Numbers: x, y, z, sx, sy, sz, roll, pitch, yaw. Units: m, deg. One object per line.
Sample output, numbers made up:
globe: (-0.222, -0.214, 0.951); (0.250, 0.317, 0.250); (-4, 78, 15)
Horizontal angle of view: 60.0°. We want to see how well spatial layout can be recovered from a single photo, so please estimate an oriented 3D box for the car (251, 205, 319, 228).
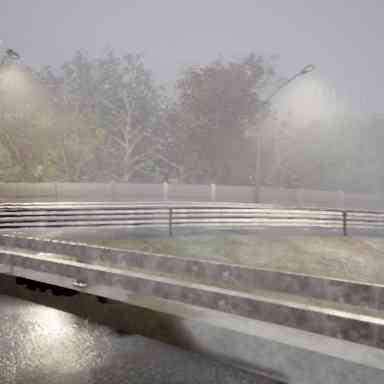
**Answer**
car: (6.511, 1.724, 23.415); (4.892, 1.490, 1.837); (1, 0, -14)
